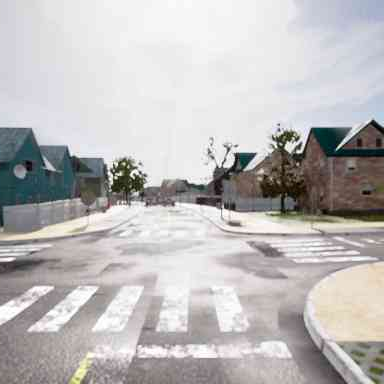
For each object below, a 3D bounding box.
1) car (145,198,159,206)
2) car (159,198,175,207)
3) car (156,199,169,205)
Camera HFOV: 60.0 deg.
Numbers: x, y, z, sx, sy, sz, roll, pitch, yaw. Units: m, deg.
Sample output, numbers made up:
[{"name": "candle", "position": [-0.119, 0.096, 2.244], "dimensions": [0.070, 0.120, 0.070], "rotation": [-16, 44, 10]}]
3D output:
[{"name": "car", "position": [-7.462, 1.821, 60.146], "dimensions": [1.812, 1.442, 4.674], "rotation": [0, -1, -10]}, {"name": "car", "position": [-3.986, 1.762, 56.510], "dimensions": [1.837, 1.490, 4.892], "rotation": [0, -1, -10]}, {"name": "car", "position": [-5.965, 1.971, 66.436], "dimensions": [1.895, 1.301, 4.718], "rotation": [0, -1, -13]}]
